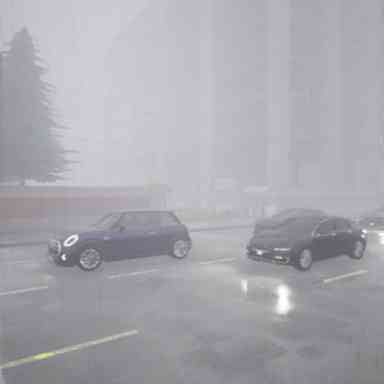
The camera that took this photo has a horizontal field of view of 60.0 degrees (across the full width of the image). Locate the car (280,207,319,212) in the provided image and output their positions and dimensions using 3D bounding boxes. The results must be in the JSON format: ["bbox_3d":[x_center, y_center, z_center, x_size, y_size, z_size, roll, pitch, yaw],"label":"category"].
[{"bbox_3d":[5.181,1.509,16.281,5.008,1.535,1.882,0,0,-35],"label":"car"}]

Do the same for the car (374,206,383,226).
[{"bbox_3d":[13.252,1.602,22.033,5.357,1.411,2.033,0,0,-35],"label":"car"}]

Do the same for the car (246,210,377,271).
[{"bbox_3d":[3.946,1.527,11.104,4.892,1.490,1.837,0,0,-35],"label":"car"}]

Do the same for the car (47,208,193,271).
[{"bbox_3d":[-2.277,1.363,11.012,4.553,1.767,2.097,0,0,-34],"label":"car"}]
